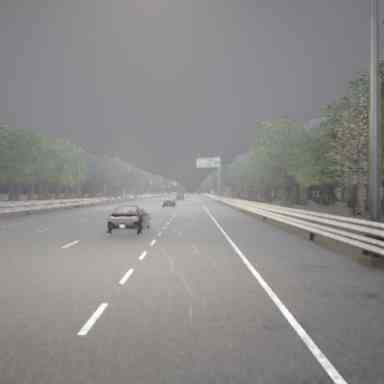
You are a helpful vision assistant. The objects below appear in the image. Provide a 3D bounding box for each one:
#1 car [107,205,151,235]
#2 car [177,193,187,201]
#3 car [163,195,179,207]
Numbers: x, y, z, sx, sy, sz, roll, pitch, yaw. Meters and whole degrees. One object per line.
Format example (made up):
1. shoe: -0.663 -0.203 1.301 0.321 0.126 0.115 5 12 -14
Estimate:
1. car: -3.475 1.503 18.991 2.128 1.511 4.902 0 0 0
2. car: -3.049 1.250 89.753 2.150 2.045 5.566 0 0 0
3. car: -3.349 1.557 50.502 1.812 1.442 4.674 0 0 0
